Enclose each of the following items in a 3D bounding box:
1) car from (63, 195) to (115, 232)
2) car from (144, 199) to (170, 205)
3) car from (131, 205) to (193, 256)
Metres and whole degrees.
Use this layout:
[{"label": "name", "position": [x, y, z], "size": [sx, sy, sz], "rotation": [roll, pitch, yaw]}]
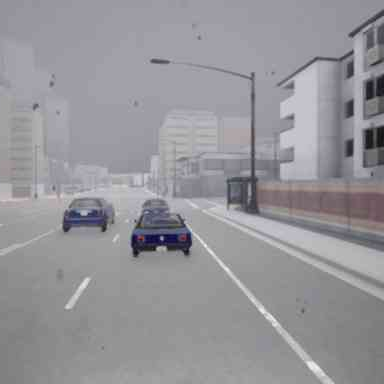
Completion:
[{"label": "car", "position": [-5.426, 1.031, 18.001], "size": [2.097, 1.767, 4.553], "rotation": [0, 1, -7]}, {"label": "car", "position": [-2.375, 1.139, 21.774], "size": [2.033, 1.411, 5.357], "rotation": [0, 1, -7]}, {"label": "car", "position": [-1.154, 1.372, 12.107], "size": [1.895, 1.301, 4.718], "rotation": [0, 1, -7]}]
